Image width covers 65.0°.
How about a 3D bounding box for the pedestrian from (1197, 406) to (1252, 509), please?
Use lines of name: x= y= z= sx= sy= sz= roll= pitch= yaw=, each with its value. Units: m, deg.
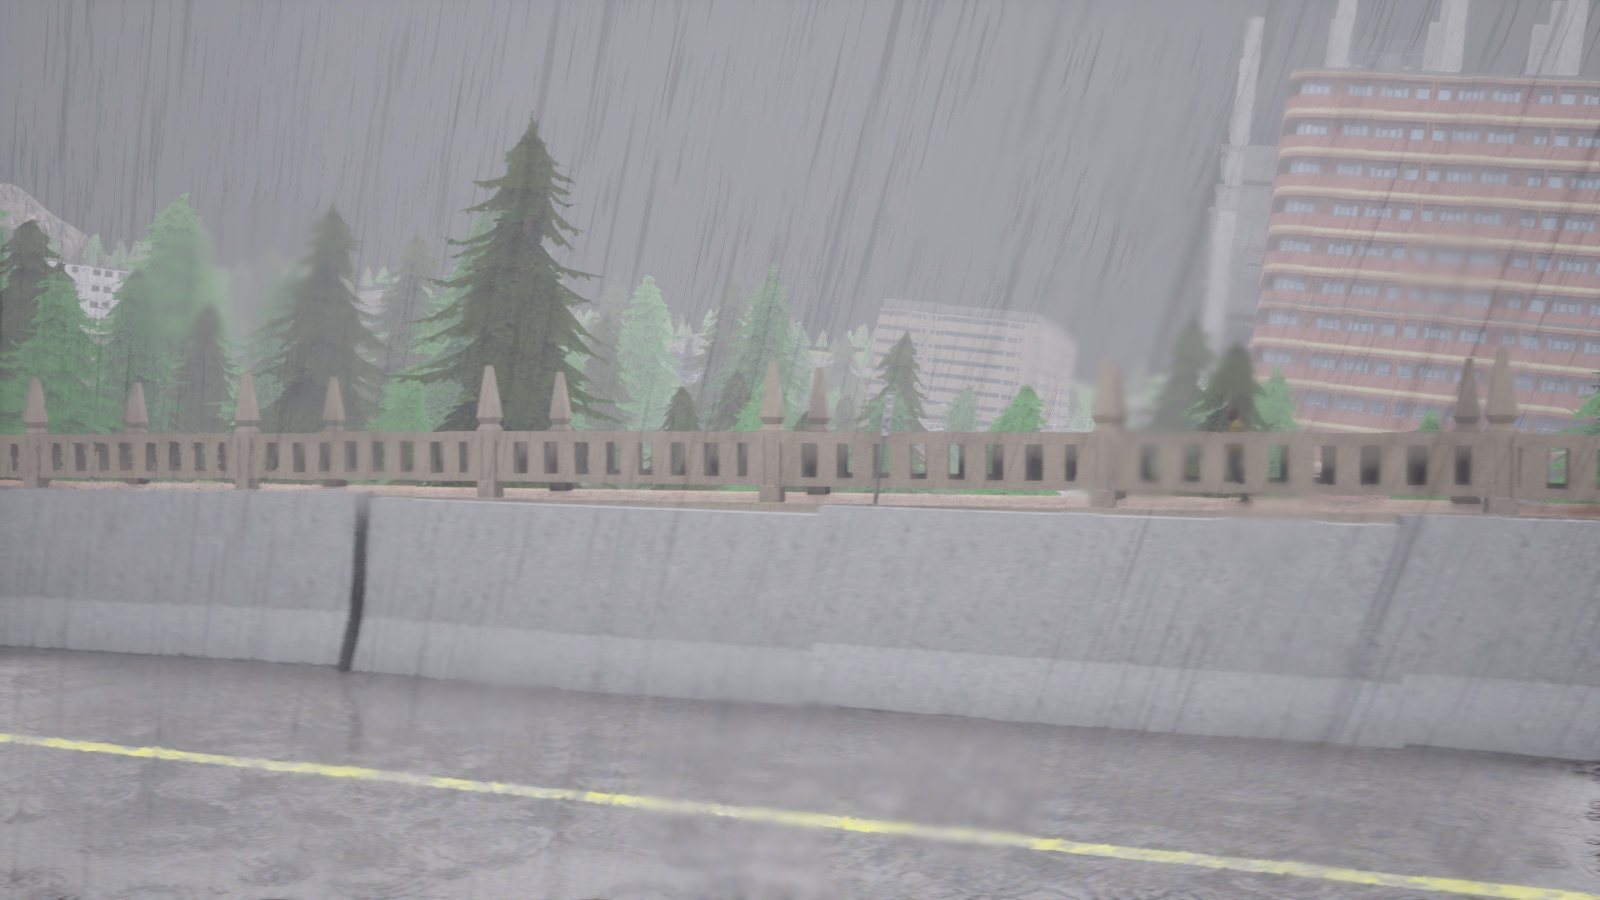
pedestrian: x=7.926 y=0.135 z=23.439 sx=0.726 sy=1.835 sz=0.370 roll=8 pitch=3 yaw=19
